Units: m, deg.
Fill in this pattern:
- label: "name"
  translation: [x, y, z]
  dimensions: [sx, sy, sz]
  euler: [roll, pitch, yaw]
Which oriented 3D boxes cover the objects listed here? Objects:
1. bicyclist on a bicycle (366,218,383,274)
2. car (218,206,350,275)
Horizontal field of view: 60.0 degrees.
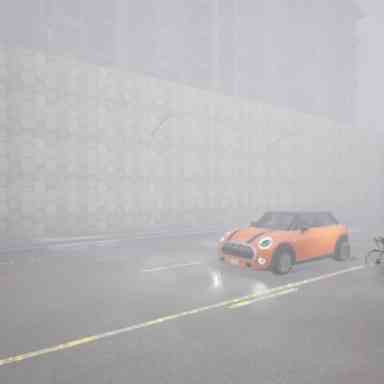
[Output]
- label: "bicyclist on a bicycle"
  translation: [5.406, 1.455, 8.789]
  dimensions: [0.582, 1.620, 1.656]
  euler: [0, -2, -36]
- label: "car"
  translation: [2.988, 1.352, 10.559]
  dimensions: [4.553, 1.767, 2.097]
  euler: [0, 0, -36]
